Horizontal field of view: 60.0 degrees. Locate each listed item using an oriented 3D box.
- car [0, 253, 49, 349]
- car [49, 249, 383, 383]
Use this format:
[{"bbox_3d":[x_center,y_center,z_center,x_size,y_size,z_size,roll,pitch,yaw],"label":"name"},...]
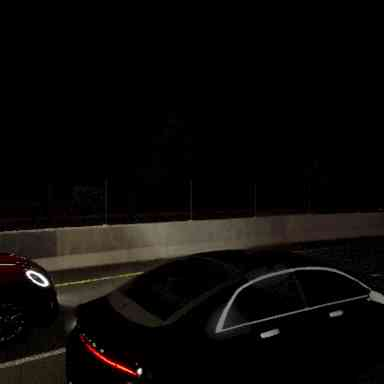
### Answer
[{"bbox_3d":[-4.393,1.352,4.741,4.553,1.767,2.097,0,0,-36],"label":"car"},{"bbox_3d":[1.008,1.504,4.217,4.892,1.490,1.837,0,0,-33],"label":"car"}]
